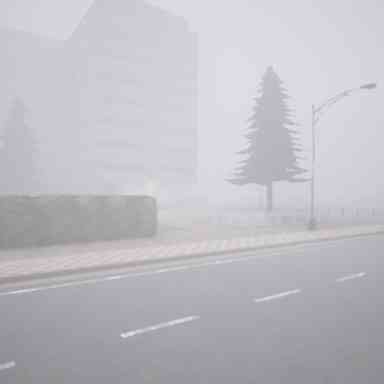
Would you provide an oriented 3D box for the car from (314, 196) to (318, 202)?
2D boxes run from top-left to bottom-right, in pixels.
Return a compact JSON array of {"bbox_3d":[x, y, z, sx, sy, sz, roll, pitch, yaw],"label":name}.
[{"bbox_3d":[30.027,2.072,87.292,1.784,1.438,3.905,1,0,-36],"label":"car"}]

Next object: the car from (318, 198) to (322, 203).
[{"bbox_3d":[32.184,1.887,88.891,1.932,1.855,4.605,1,0,-36],"label":"car"}]

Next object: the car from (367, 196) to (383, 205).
[{"bbox_3d":[45.444,1.940,79.845,1.932,1.855,4.605,1,0,-36],"label":"car"}]

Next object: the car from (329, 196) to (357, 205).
[{"bbox_3d":[31.733,2.022,69.966,1.970,1.475,3.806,1,0,-36],"label":"car"}]

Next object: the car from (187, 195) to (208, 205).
[{"bbox_3d":[0.902,1.579,67.116,2.150,2.045,5.566,1,-1,-36],"label":"car"}]

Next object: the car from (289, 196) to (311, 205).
[{"bbox_3d":[27.668,2.077,85.613,1.970,1.475,3.806,1,0,-36],"label":"car"}]

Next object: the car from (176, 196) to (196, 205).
[{"bbox_3d":[-1.787,1.906,64.848,1.994,1.385,4.181,1,0,-35],"label":"car"}]
